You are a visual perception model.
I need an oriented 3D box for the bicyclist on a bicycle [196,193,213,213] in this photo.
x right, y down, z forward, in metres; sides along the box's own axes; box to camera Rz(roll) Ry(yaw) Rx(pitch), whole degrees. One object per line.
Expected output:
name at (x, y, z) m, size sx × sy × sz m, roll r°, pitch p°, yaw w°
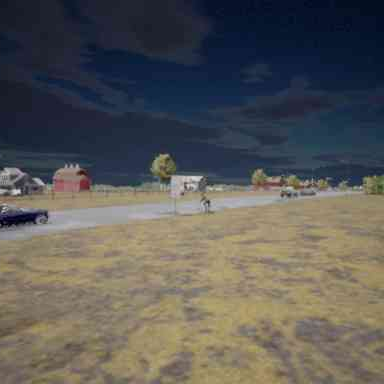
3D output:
bicyclist on a bicycle at (0.985, 0.924, 26.878) m, size 1.656 × 1.620 × 0.582 m, roll 0°, pitch 1°, yaw 35°

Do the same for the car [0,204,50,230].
car at (-9.946, 1.305, 17.798) m, size 1.895 × 1.301 × 4.718 m, roll 1°, pitch 2°, yaw 19°

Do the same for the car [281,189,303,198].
car at (16.248, 0.199, 55.216) m, size 1.837 × 1.490 × 4.892 m, roll 2°, pitch 2°, yaw 35°

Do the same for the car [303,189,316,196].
car at (22.227, 0.065, 63.677) m, size 2.033 × 1.411 × 5.357 m, roll 2°, pitch 2°, yaw 35°
